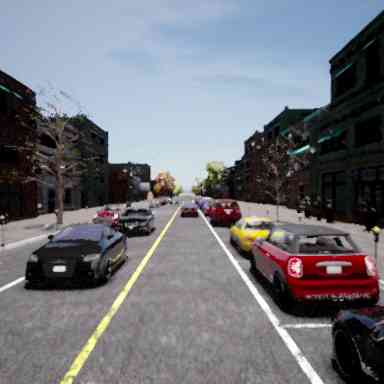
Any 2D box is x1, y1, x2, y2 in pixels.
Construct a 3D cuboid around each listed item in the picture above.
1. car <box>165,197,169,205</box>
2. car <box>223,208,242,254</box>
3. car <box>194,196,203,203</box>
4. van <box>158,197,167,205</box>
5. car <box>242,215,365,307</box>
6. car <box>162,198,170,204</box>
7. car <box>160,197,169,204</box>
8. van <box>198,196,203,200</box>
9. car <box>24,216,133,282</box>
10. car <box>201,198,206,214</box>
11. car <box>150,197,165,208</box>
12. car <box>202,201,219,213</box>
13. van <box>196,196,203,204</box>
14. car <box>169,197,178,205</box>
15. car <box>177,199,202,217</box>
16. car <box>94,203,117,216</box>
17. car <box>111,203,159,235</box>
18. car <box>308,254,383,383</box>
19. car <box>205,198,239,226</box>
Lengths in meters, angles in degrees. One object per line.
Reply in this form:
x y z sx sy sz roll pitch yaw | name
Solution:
-6.474 1.869 69.046 2.192 1.841 5.009 -1 0 -1 | car
2.557 1.615 13.837 1.752 1.417 4.829 -1 0 -1 | car
1.710 1.947 85.790 2.192 1.841 5.009 -1 0 -1 | car
-6.540 1.937 74.594 1.690 1.788 3.998 -1 0 -1 | van
2.623 1.486 8.120 1.967 1.590 4.097 -1 0 -1 | car
-6.667 2.223 85.688 1.887 1.381 4.507 -1 0 -1 | car
-6.603 2.077 80.141 1.967 1.590 4.097 -1 0 -1 | car
2.166 1.681 46.955 1.690 1.788 3.998 -1 0 -1 | van
-3.181 1.657 9.923 1.994 1.385 4.181 0 0 -1 | car
2.298 1.697 35.859 1.967 1.590 4.097 -1 0 -1 | car
-6.341 2.021 57.949 2.008 1.369 4.403 -1 0 -1 | car
2.235 1.880 41.406 1.802 1.307 4.206 -1 0 -1 | car
1.775 1.931 80.242 1.690 1.788 3.998 -1 0 -1 | van
-3.816 2.044 72.247 2.128 1.511 4.902 0 0 -1 | car
-0.270 1.813 35.117 2.033 1.411 5.357 0 0 -1 | car
-5.952 1.659 24.662 1.967 1.590 4.097 -1 0 -1 | car
-3.298 1.676 20.239 1.837 1.490 4.892 0 0 -1 | car
2.690 1.570 2.571 1.947 1.339 4.313 -1 0 -1 | car
2.425 1.487 24.764 2.192 1.841 5.009 -1 0 -1 | car
